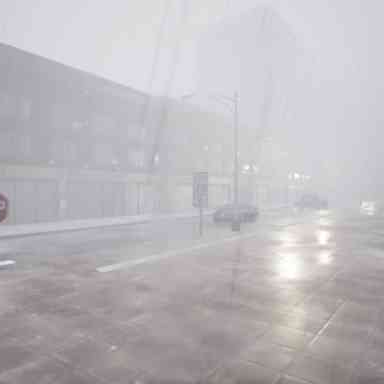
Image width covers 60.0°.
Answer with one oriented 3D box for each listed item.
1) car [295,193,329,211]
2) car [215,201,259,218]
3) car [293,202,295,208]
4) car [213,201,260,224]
[{"bbox_3d":[14.588,1.133,39.657,2.150,2.045,5.566,0,0,36],"label":"car"},{"bbox_3d":[4.172,1.525,30.218,1.895,1.301,4.718,0,0,36],"label":"car"},{"bbox_3d":[15.486,1.494,45.791,1.994,1.385,4.181,0,0,36],"label":"car"},{"bbox_3d":[3.249,1.508,23.885,1.994,1.385,4.181,0,0,36],"label":"car"}]
